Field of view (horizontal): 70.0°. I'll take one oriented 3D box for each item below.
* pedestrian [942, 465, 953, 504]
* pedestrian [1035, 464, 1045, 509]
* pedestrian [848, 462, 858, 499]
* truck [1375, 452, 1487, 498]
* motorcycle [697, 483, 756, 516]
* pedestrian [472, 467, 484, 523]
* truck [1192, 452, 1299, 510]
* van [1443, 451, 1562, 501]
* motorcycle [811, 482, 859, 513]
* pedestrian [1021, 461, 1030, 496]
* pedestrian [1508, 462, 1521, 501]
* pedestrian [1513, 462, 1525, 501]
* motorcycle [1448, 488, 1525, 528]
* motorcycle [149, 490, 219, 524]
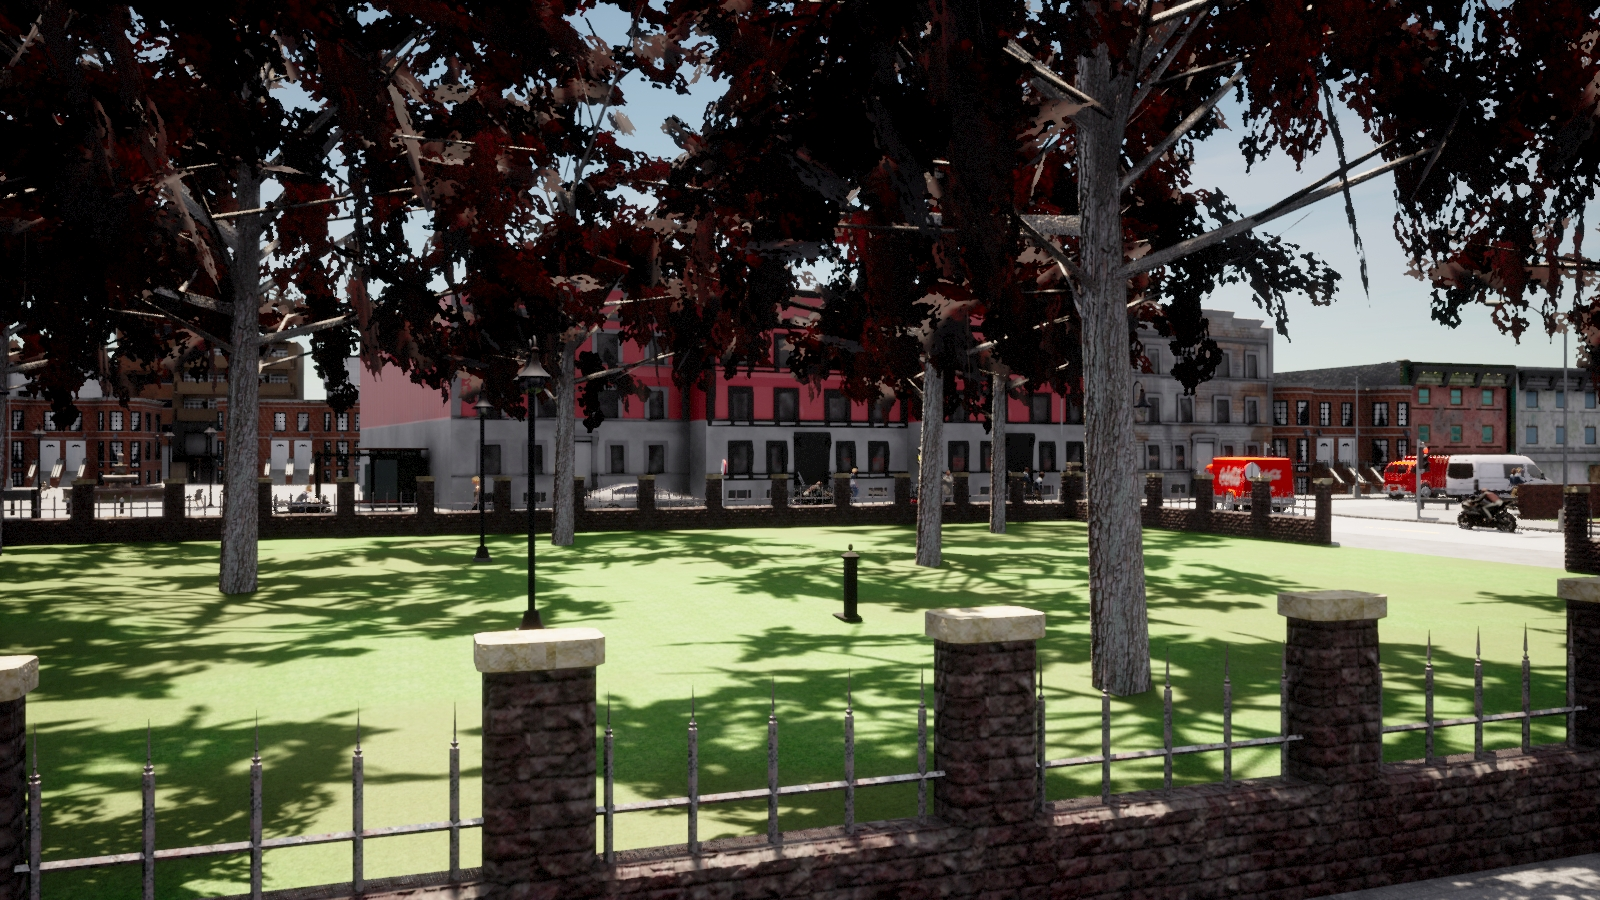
[{"bbox_3d":[7.049,1.629,54.556,0.375,1.860,0.375,0,0,-19],"label":"pedestrian"},{"bbox_3d":[10.038,1.525,47.794,0.375,1.860,0.375,0,0,15],"label":"pedestrian"},{"bbox_3d":[2.676,1.523,57.891,0.375,1.860,0.375,0,0,-23],"label":"pedestrian"},{"bbox_3d":[35.004,1.348,63.458,5.204,2.467,2.627,0,0,-19],"label":"truck"},{"bbox_3d":[-2.950,1.985,46.050,2.209,1.251,0.867,0,0,-21],"label":"motorcycle"},{"bbox_3d":[-10.856,1.523,38.520,0.375,1.860,0.375,0,0,-19],"label":"pedestrian"},{"bbox_3d":[20.225,1.348,52.191,2.627,2.467,5.204,-1,0,-3],"label":"truck"},{"bbox_3d":[36.964,1.314,60.126,5.915,2.561,1.988,0,0,-18],"label":"van"},{"bbox_3d":[1.448,1.962,47.432,1.805,1.236,0.856,0,0,-22],"label":"motorcycle"},{"bbox_3d":[12.027,1.524,60.934,0.375,1.860,0.375,0,0,-13],"label":"pedestrian"},{"bbox_3d":[34.218,1.517,54.707,0.375,1.860,0.375,0,0,-6],"label":"pedestrian"},{"bbox_3d":[34.807,1.515,55.317,0.375,1.860,0.375,0,0,-3],"label":"pedestrian"},{"bbox_3d":[23.615,1.985,39.331,0.867,1.251,2.209,0,0,-20],"label":"motorcycle"},{"bbox_3d":[-21.525,1.992,39.959,2.033,1.145,0.803,0,0,-19],"label":"motorcycle"}]
